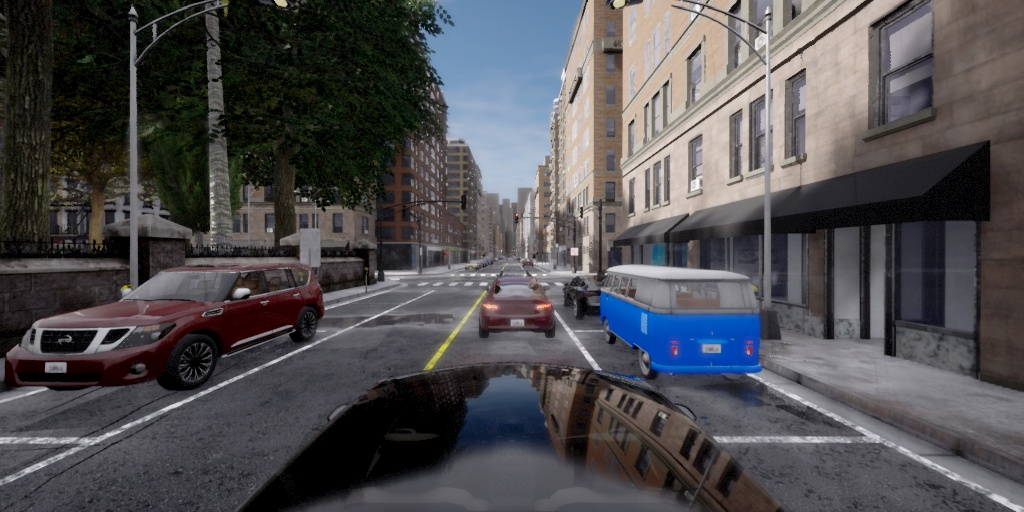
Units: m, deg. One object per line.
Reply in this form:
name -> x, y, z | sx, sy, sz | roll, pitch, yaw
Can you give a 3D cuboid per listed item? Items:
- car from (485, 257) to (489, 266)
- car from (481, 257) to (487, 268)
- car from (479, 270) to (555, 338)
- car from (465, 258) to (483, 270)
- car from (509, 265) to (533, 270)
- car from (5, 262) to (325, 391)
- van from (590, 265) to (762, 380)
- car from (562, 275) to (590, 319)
car -> -5.540, 1.265, 61.555 | 1.888, 1.381, 4.507 | 0, 0, 0
car -> -5.552, 1.271, 56.104 | 2.007, 1.370, 4.403 | 0, 0, 0
car -> 0.123, 1.274, 10.027 | 1.812, 1.442, 4.674 | 0, 0, 0
car -> -5.564, 1.248, 50.483 | 1.751, 1.417, 4.829 | 0, 0, 0
car -> 0.112, 1.345, 18.849 | 1.895, 1.301, 4.718 | 0, 0, -1
car -> -5.657, 1.064, 6.965 | 2.192, 1.841, 5.009 | 0, 0, 0
van -> 2.867, 1.090, 6.986 | 1.690, 1.789, 3.998 | 0, 0, 0
car -> 2.880, 1.313, 12.647 | 1.948, 1.339, 4.313 | 0, 0, 0
